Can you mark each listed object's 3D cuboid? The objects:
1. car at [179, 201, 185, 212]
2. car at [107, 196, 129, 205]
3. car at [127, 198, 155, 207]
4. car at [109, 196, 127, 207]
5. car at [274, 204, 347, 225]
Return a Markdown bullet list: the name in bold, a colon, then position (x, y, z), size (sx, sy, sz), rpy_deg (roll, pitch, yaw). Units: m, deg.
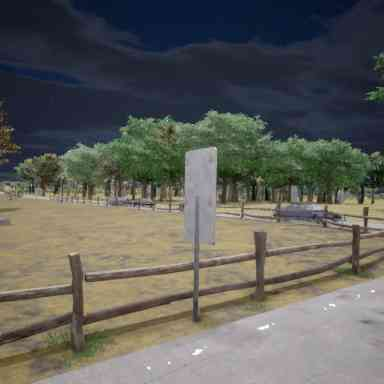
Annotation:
- **car**: position (0.536, 1.508, 36.011), size (2.128, 1.511, 4.902), rpy_deg (2, -1, -36)
- **car**: position (-13.569, 1.554, 60.701), size (2.128, 1.511, 4.902), rpy_deg (2, -1, -35)
- **car**: position (-7.719, 1.629, 52.583), size (2.033, 1.411, 5.357), rpy_deg (2, -1, -35)
- **car**: position (-11.216, 1.553, 52.631), size (2.033, 1.411, 5.357), rpy_deg (2, -1, -35)
- **car**: position (8.576, 1.568, 24.686), size (2.033, 1.411, 5.357), rpy_deg (2, -1, -34)
